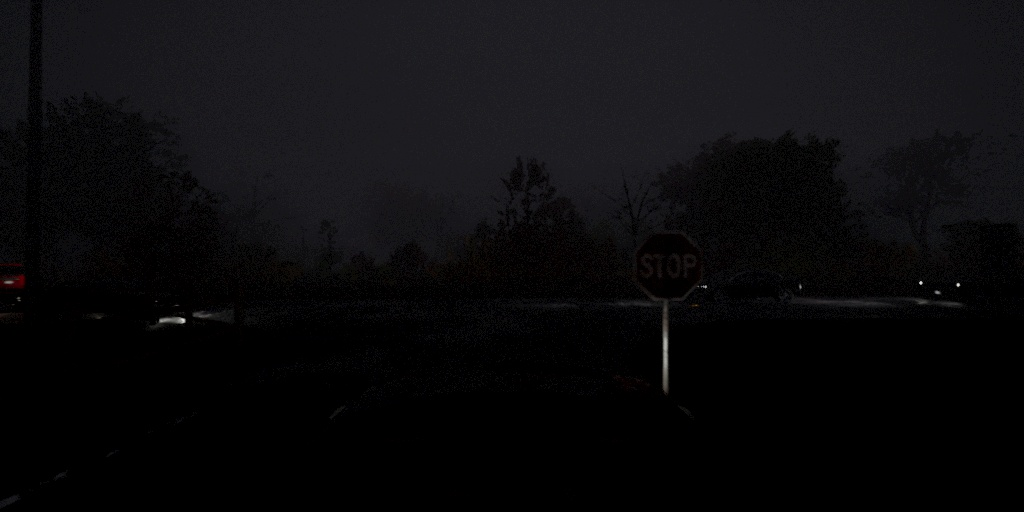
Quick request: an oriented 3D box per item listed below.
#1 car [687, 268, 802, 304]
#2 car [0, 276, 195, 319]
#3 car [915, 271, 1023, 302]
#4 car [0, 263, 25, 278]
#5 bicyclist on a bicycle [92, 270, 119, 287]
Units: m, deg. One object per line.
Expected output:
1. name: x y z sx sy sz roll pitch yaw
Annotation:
1. car: 10.348 1.315 16.296 4.902 1.511 2.128 0 0 -2
2. car: -15.509 1.559 13.766 5.357 1.411 2.033 0 0 1
3. car: 21.564 1.331 16.296 4.718 1.301 1.895 0 0 1
4. car: -26.293 1.339 16.854 5.566 2.045 2.150 0 0 0
5. bicyclist on a bicycle: -22.467 1.569 19.817 0.582 1.620 1.656 0 0 1
